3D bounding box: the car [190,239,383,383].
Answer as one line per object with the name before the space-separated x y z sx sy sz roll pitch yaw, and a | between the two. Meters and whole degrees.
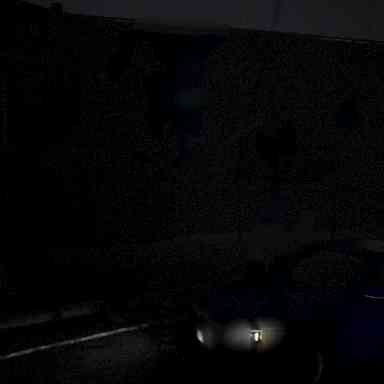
car | 2.283 1.464 4.845 4.674 1.442 1.812 0 1 -21
